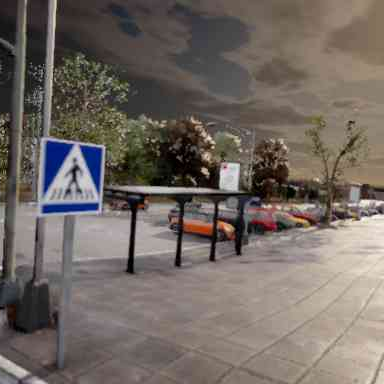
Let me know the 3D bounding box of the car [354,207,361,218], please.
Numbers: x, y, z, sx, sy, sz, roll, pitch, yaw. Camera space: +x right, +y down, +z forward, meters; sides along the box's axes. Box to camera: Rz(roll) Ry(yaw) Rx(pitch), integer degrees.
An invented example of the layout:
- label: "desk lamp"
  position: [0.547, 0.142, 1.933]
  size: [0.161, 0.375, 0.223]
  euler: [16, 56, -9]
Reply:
- label: "car"
  position: [25.519, 3.665, 57.586]
  size: [5.366, 1.575, 1.946]
  euler: [7, 2, 16]

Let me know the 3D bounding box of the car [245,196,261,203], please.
- label: "car"
  position: [10.656, 1.842, 60.748]
  size: [2.150, 2.045, 5.566]
  euler: [7, 2, 36]

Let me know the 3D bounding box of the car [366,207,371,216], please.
- label: "car"
  position: [34.049, 4.181, 69.840]
  size: [5.008, 1.535, 2.097]
  euler: [7, 2, 16]

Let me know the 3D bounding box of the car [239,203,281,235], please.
- label: "car"
  position: [4.358, 2.306, 28.354]
  size: [5.566, 2.045, 2.435]
  euler: [7, 3, 16]

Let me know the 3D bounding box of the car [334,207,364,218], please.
- label: "car"
  position: [30.536, 3.989, 64.959]
  size: [4.792, 1.488, 2.163]
  euler: [7, 2, 15]

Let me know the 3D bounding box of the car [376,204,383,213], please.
- label: "car"
  position: [42.831, 4.433, 82.029]
  size: [5.566, 2.045, 2.435]
  euler: [7, 2, 16]

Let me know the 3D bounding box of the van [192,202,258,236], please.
- label: "van"
  position: [2.499, 2.233, 25.952]
  size: [4.442, 1.987, 1.878]
  euler: [7, 3, 16]

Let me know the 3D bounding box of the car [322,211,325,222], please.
- label: "car"
  position: [13.158, 3.023, 40.550]
  size: [4.792, 1.488, 2.163]
  euler: [7, 2, 16]

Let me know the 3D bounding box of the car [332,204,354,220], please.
- label: "car"
  position: [21.910, 3.200, 52.743]
  size: [5.566, 2.045, 2.435]
  euler: [7, 2, 16]

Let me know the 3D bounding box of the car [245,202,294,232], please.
- label: "car"
  position: [6.180, 2.399, 30.782]
  size: [5.566, 2.045, 2.435]
  euler: [7, 2, 16]

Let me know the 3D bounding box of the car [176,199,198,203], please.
- label: "car"
  position: [-0.465, 1.605, 45.338]
  size: [1.994, 1.385, 4.181]
  euler: [7, 2, 35]

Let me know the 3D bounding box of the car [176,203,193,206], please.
- label: "car"
  position: [-0.223, 2.063, 30.665]
  size: [1.837, 1.490, 4.892]
  euler: [7, 2, 36]

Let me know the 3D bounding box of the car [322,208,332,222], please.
- label: "car"
  position: [14.881, 3.080, 42.986]
  size: [4.892, 1.521, 2.231]
  euler: [7, 3, 16]

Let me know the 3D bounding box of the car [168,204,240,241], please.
- label: "car"
  position: [0.779, 2.252, 23.518]
  size: [4.553, 1.767, 2.185]
  euler: [7, 2, 16]

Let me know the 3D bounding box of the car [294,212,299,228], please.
- label: "car"
  position: [7.877, 2.772, 33.241]
  size: [4.674, 1.452, 2.002]
  euler: [7, 2, 16]

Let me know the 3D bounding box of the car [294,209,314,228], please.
- label: "car"
  position: [9.815, 2.837, 35.625]
  size: [5.366, 1.575, 1.946]
  euler: [7, 2, 16]

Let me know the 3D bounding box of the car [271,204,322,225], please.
- label: "car"
  position: [11.440, 2.658, 38.097]
  size: [5.566, 2.045, 2.435]
  euler: [7, 2, 16]

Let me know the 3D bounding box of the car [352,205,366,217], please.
- label: "car"
  position: [28.824, 3.603, 62.505]
  size: [5.566, 2.045, 2.435]
  euler: [7, 2, 15]

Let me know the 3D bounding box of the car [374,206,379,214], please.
- label: "car"
  position: [41.058, 4.621, 79.601]
  size: [4.792, 1.488, 2.163]
  euler: [7, 2, 16]

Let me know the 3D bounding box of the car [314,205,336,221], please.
- label: "car"
  position: [16.664, 3.046, 45.414]
  size: [4.553, 1.767, 2.185]
  euler: [7, 3, 15]

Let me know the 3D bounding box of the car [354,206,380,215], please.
- label: "car"
  position: [44.347, 4.742, 84.534]
  size: [5.366, 1.575, 1.946]
  euler: [7, 3, 15]

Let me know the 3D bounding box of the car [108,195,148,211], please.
- label: "car"
  position: [-6.882, 1.076, 36.421]
  size: [2.097, 1.767, 4.553]
  euler: [7, 2, 36]

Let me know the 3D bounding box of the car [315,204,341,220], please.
- label: "car"
  position: [18.349, 3.129, 47.879]
  size: [4.553, 1.767, 2.185]
  euler: [7, 2, 16]

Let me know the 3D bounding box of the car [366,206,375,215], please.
- label: "car"
  position: [37.584, 4.271, 74.703]
  size: [4.553, 1.767, 2.185]
  euler: [7, 2, 16]

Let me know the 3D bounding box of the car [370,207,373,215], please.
- label: "car"
  position: [35.795, 4.329, 72.276]
  size: [4.674, 1.452, 2.002]
  euler: [7, 2, 16]
